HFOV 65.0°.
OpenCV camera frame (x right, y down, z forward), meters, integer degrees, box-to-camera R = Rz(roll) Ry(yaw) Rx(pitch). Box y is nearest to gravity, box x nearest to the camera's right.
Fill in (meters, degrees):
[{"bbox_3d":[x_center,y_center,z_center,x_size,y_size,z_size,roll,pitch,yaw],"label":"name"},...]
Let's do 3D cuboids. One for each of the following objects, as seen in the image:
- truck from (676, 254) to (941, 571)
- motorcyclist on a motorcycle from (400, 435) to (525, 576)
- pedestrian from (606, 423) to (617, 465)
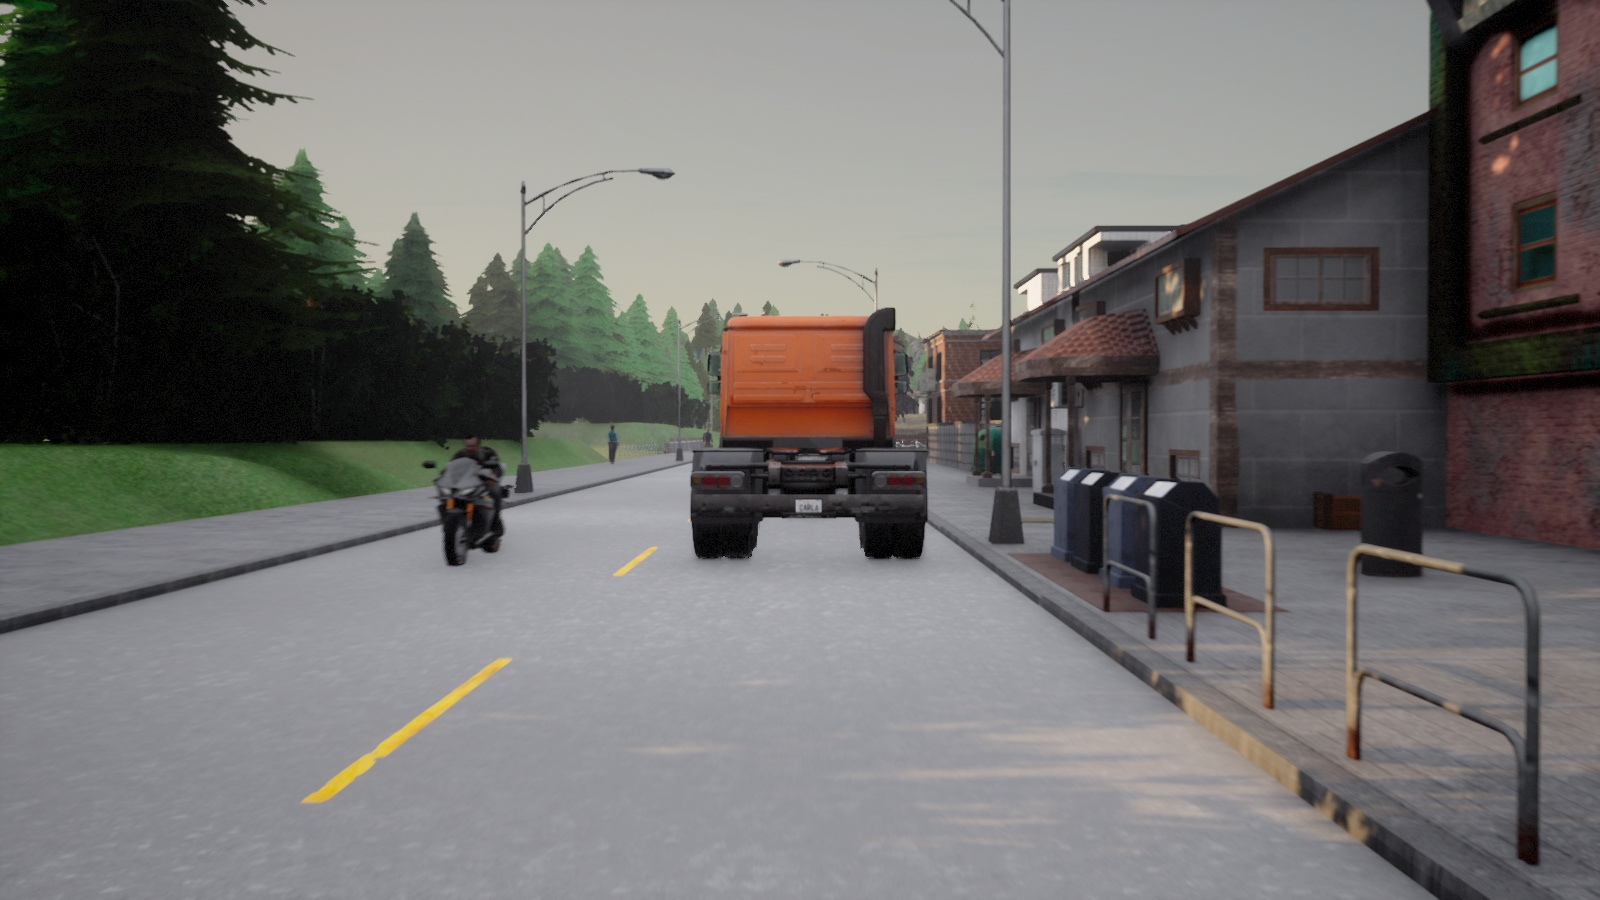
[{"bbox_3d":[0.113,-0.457,17.726,2.891,3.462,7.936,0,1,0],"label":"truck"},{"bbox_3d":[-3.904,0.594,14.721,0.866,1.530,2.191,0,1,0],"label":"motorcyclist on a motorcycle"},{"bbox_3d":[-8.651,-0.270,57.671,0.396,1.930,0.692,0,1,0],"label":"pedestrian"}]
